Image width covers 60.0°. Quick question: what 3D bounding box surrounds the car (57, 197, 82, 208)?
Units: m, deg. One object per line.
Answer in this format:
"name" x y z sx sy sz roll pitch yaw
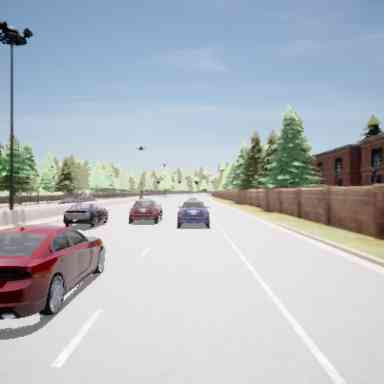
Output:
"car" -17.565 1.518 47.925 1.812 1.442 4.674 0 0 1

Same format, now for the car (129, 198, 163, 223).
"car" -3.413 1.349 25.276 2.097 1.767 4.553 0 0 0

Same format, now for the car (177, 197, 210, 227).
"car" 0.088 1.349 22.692 2.097 1.767 4.553 0 0 0

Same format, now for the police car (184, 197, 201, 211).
"police car" 0.076 1.500 43.124 2.038 1.542 4.974 0 0 0

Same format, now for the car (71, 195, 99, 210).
"car" -14.047 1.345 43.921 2.097 1.767 4.553 0 0 1

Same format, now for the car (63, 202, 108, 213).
"car" -6.912 1.488 22.092 2.128 1.511 4.902 0 0 0

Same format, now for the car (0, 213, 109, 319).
"car" -3.404 1.476 7.503 1.882 1.535 5.008 0 0 0
